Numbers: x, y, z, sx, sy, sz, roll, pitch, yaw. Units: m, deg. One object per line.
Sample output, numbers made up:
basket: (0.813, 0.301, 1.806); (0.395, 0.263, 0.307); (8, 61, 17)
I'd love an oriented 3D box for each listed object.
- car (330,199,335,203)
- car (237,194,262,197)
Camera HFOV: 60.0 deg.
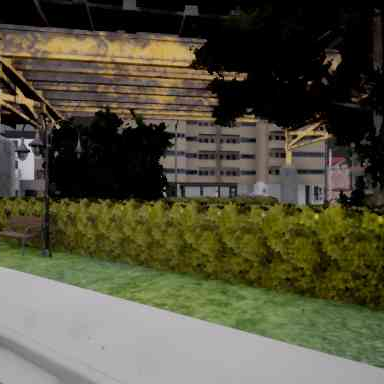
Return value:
car: (14.846, 1.355, 31.212); (4.553, 1.767, 2.097); (0, 0, -9)
car: (4.607, 1.229, 33.282); (5.566, 2.045, 2.150); (0, 0, -9)
